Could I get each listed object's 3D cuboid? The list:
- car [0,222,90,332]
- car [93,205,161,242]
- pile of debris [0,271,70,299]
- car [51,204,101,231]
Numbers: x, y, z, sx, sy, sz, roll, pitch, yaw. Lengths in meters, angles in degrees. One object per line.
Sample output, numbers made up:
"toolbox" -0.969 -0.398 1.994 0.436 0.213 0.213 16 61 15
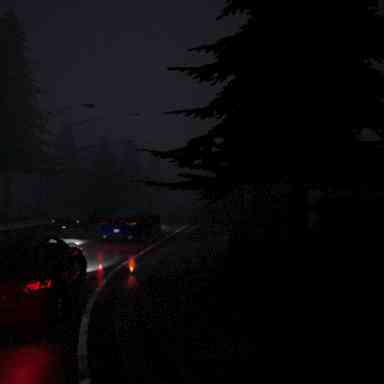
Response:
"car" -3.474 1.582 6.931 1.994 1.385 4.181 0 0 -11
"car" -2.922 1.527 16.822 1.882 1.535 5.008 0 0 8
"pile of debris" -3.964 2.202 7.978 1.500 0.140 1.860 0 0 -4
"car" -6.159 1.409 19.620 2.033 1.411 5.357 0 0 8
